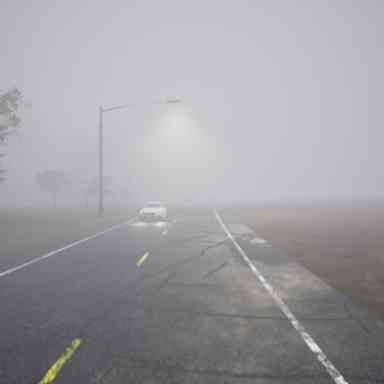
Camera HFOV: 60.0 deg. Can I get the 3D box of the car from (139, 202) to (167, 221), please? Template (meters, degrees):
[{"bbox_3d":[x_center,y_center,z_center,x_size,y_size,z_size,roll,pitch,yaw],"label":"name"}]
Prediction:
[{"bbox_3d":[-3.095,1.538,27.219,1.812,1.442,4.674,0,0,2],"label":"car"}]

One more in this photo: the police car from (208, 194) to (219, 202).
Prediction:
[{"bbox_3d":[4.576,1.443,75.328,1.930,1.638,5.238,0,0,5],"label":"police car"}]

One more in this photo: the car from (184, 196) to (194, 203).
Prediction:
[{"bbox_3d":[-0.579,1.564,68.626,1.994,1.385,4.181,0,0,5],"label":"car"}]
